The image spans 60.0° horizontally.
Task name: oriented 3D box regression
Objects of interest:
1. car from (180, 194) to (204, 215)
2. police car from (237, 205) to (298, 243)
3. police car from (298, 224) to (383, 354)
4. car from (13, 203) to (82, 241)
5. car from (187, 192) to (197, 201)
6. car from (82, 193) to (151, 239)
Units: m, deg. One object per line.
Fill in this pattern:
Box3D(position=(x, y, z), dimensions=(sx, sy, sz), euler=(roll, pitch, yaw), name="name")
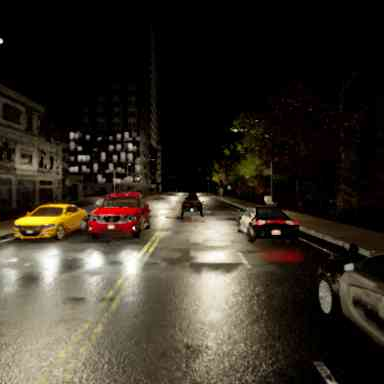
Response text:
Box3D(position=(-0.001, 1.217, 29.613), dimensions=(1.837, 1.490, 4.892), euler=(0, 0, 0), name="car")
Box3D(position=(3.253, 1.360, 15.242), dimensions=(2.038, 1.542, 4.974), euler=(0, 1, 0), name="police car")
Box3D(position=(3.251, 1.382, 4.352), dimensions=(1.930, 1.638, 5.238), euler=(0, 1, 0), name="police car")
Box3D(position=(-6.594, 1.326, 15.993), dimensions=(1.882, 1.535, 5.008), euler=(0, 1, 0), name="car")
Box3D(position=(0.015, 0.846, 60.963), dimensions=(1.882, 1.535, 5.008), euler=(0, 1, 0), name="car")
Box3D(position=(-3.344, 1.064, 16.529), dimensions=(2.150, 2.045, 5.566), euler=(0, 1, 0), name="car")
